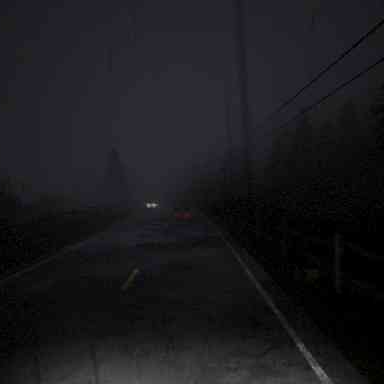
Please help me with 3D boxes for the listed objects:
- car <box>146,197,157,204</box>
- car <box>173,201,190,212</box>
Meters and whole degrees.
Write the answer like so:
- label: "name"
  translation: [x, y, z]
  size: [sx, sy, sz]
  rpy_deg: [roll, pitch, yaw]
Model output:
- label: "car"
  translation: [-8.126, 1.659, 66.482]
  size: [2.128, 1.511, 4.902]
  rpy_deg: [0, 0, -10]
- label: "car"
  translation: [-1.334, 1.689, 40.159]
  size: [1.895, 1.301, 4.718]
  rpy_deg: [0, 0, -5]
